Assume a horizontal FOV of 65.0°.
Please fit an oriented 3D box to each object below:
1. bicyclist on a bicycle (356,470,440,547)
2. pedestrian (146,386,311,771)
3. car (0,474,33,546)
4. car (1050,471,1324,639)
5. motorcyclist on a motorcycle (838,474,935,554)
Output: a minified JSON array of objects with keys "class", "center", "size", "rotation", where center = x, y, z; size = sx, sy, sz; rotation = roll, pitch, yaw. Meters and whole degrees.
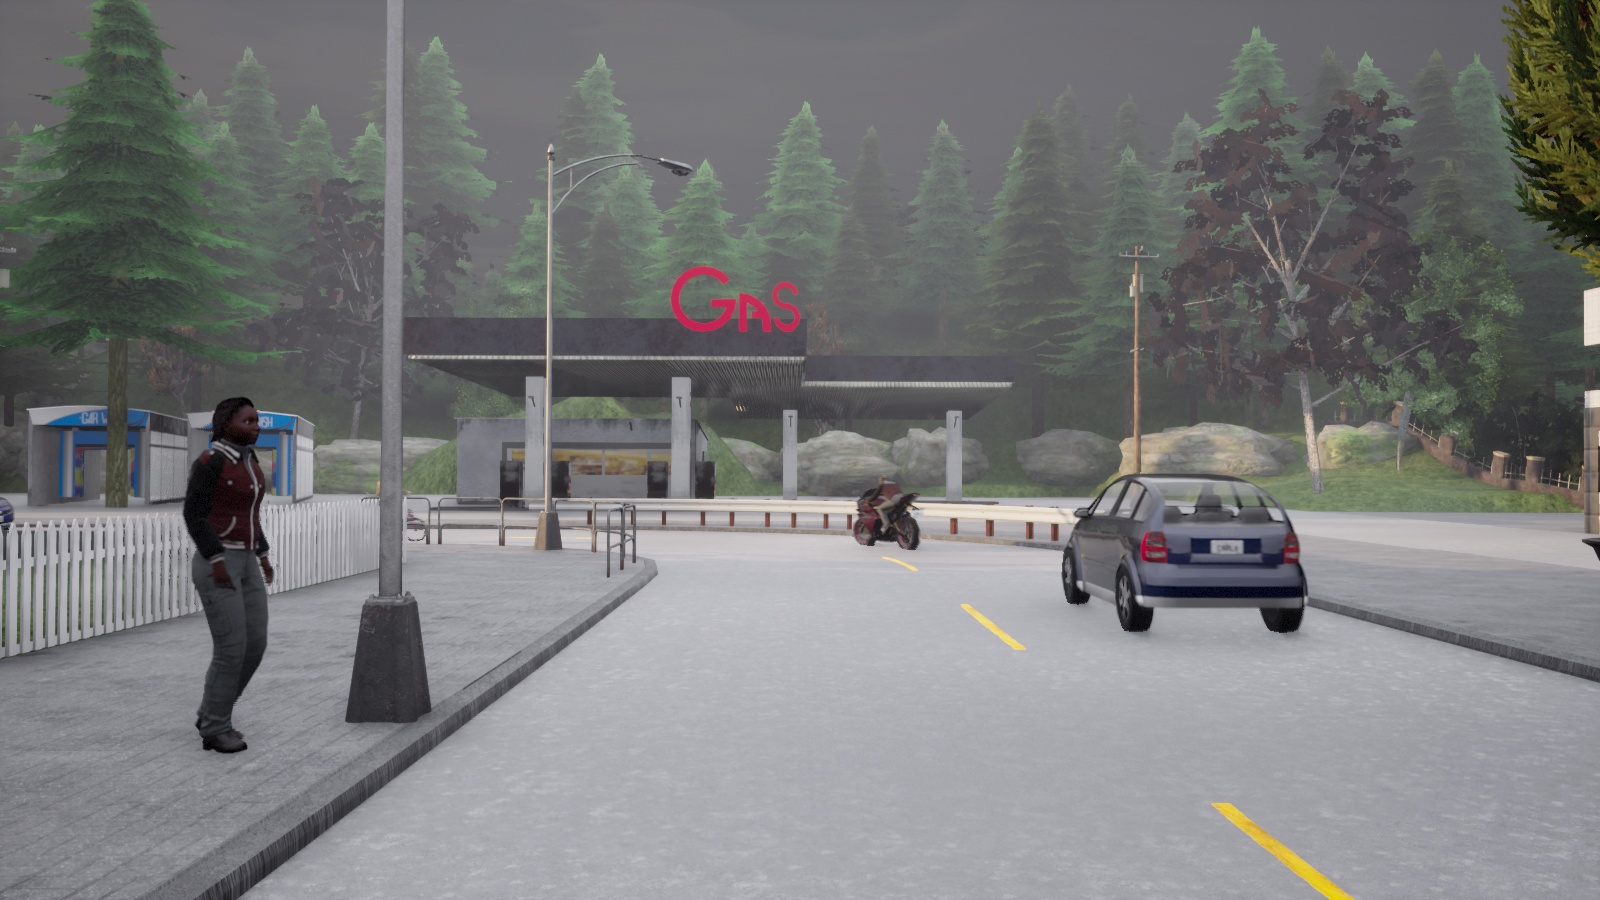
[{"class":"bicyclist on a bicycle","center":[-8.621,1.237,26.967],"size":[1.509,1.612,0.866],"rotation":[0,0,5]},{"class":"pedestrian","center":[-2.965,0.646,6.541],"size":[0.666,1.930,0.402],"rotation":[0,-1,7]},{"class":"car","center":[-19.362,1.291,26.990],"size":[4.514,1.525,2.007],"rotation":[0,-1,0]},{"class":"car","center":[3.969,1.004,13.534],"size":[1.789,1.549,3.705],"rotation":[0,-1,0]},{"class":"motorcyclist on a motorcycle","center":[1.741,1.276,25.739],"size":[0.866,1.530,2.191],"rotation":[-1,-1,-31]}]
